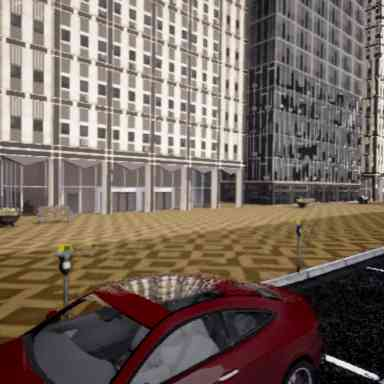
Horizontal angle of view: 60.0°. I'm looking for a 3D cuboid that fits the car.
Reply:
[{"bbox_3d":[-0.419,1.497,2.911,4.206,1.307,1.802,0,2,-41],"label":"car"}]
